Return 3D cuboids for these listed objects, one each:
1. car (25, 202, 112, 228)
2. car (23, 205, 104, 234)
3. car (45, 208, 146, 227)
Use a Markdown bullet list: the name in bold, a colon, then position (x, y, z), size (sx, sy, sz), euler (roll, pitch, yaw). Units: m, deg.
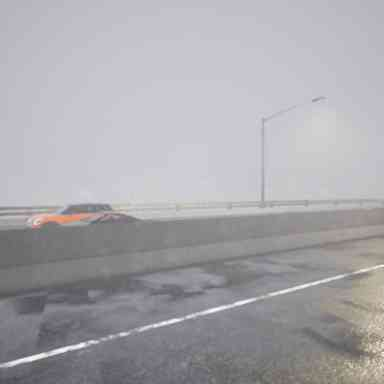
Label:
- **car**: position (-5.949, 1.339, 16.920), size (4.553, 1.767, 2.097), euler (0, 0, -35)
- **car**: position (-7.689, 1.549, 19.977), size (4.181, 1.385, 1.994), euler (0, 0, -35)
- **car**: position (-3.730, 1.552, 14.203), size (4.181, 1.385, 1.994), euler (0, 0, -35)
